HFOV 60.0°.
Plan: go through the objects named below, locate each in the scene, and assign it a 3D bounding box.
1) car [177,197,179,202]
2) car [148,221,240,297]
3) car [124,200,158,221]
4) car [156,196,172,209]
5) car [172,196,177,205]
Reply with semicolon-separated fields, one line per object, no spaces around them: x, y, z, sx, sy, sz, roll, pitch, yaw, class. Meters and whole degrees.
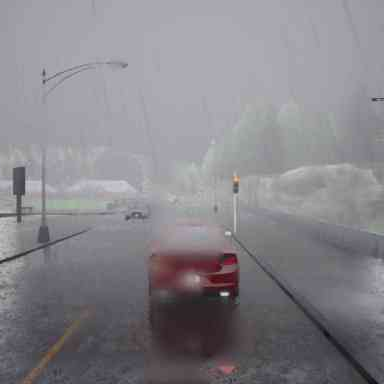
-4.064;1.519;74.559;1.812;1.442;4.674;0;0;0;car
0.052;1.478;8.630;1.882;1.535;5.008;0;0;0;car
-4.123;1.562;26.791;1.994;1.385;4.181;0;0;0;car
-4.137;1.564;44.029;1.994;1.385;4.181;0;0;0;car
-4.128;1.526;59.312;1.812;1.442;4.674;0;0;0;car
